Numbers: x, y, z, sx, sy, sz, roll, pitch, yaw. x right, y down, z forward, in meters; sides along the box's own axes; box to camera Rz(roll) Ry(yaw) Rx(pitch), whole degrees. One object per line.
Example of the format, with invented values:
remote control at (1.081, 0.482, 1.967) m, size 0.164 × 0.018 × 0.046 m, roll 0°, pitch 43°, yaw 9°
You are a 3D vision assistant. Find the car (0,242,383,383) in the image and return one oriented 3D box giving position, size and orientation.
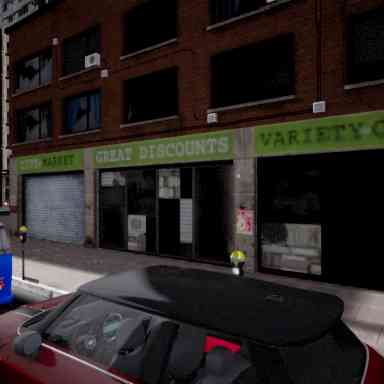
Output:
car at (-0.457, 1.440, 3.053) m, size 4.097 × 1.590 × 1.967 m, roll 0°, pitch 0°, yaw 36°

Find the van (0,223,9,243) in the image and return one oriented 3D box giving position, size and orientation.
van at (-5.087, 1.343, 6.361) m, size 3.998 × 1.788 × 1.690 m, roll 0°, pitch 0°, yaw 36°
